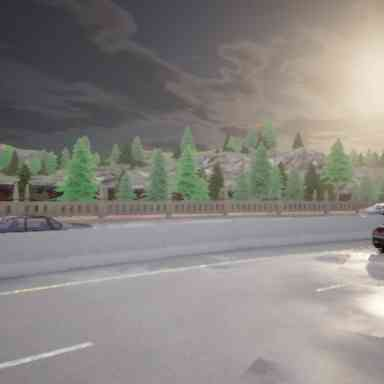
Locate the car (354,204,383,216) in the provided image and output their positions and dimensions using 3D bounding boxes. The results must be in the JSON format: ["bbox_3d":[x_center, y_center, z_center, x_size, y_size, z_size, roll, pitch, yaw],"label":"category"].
[{"bbox_3d":[15.440,1.735,26.898,4.902,1.511,2.128,1,0,-19],"label":"car"}]

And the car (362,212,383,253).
[{"bbox_3d":[9.016,1.618,12.714,4.892,1.490,1.837,0,0,-27],"label":"car"}]

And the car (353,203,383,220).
[{"bbox_3d":[17.795,1.818,31.349,4.674,1.442,1.812,0,-1,-16],"label":"car"}]

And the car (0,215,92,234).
[{"bbox_3d":[-6.367,1.557,12.212,5.357,1.411,2.033,1,0,-34],"label":"car"}]
